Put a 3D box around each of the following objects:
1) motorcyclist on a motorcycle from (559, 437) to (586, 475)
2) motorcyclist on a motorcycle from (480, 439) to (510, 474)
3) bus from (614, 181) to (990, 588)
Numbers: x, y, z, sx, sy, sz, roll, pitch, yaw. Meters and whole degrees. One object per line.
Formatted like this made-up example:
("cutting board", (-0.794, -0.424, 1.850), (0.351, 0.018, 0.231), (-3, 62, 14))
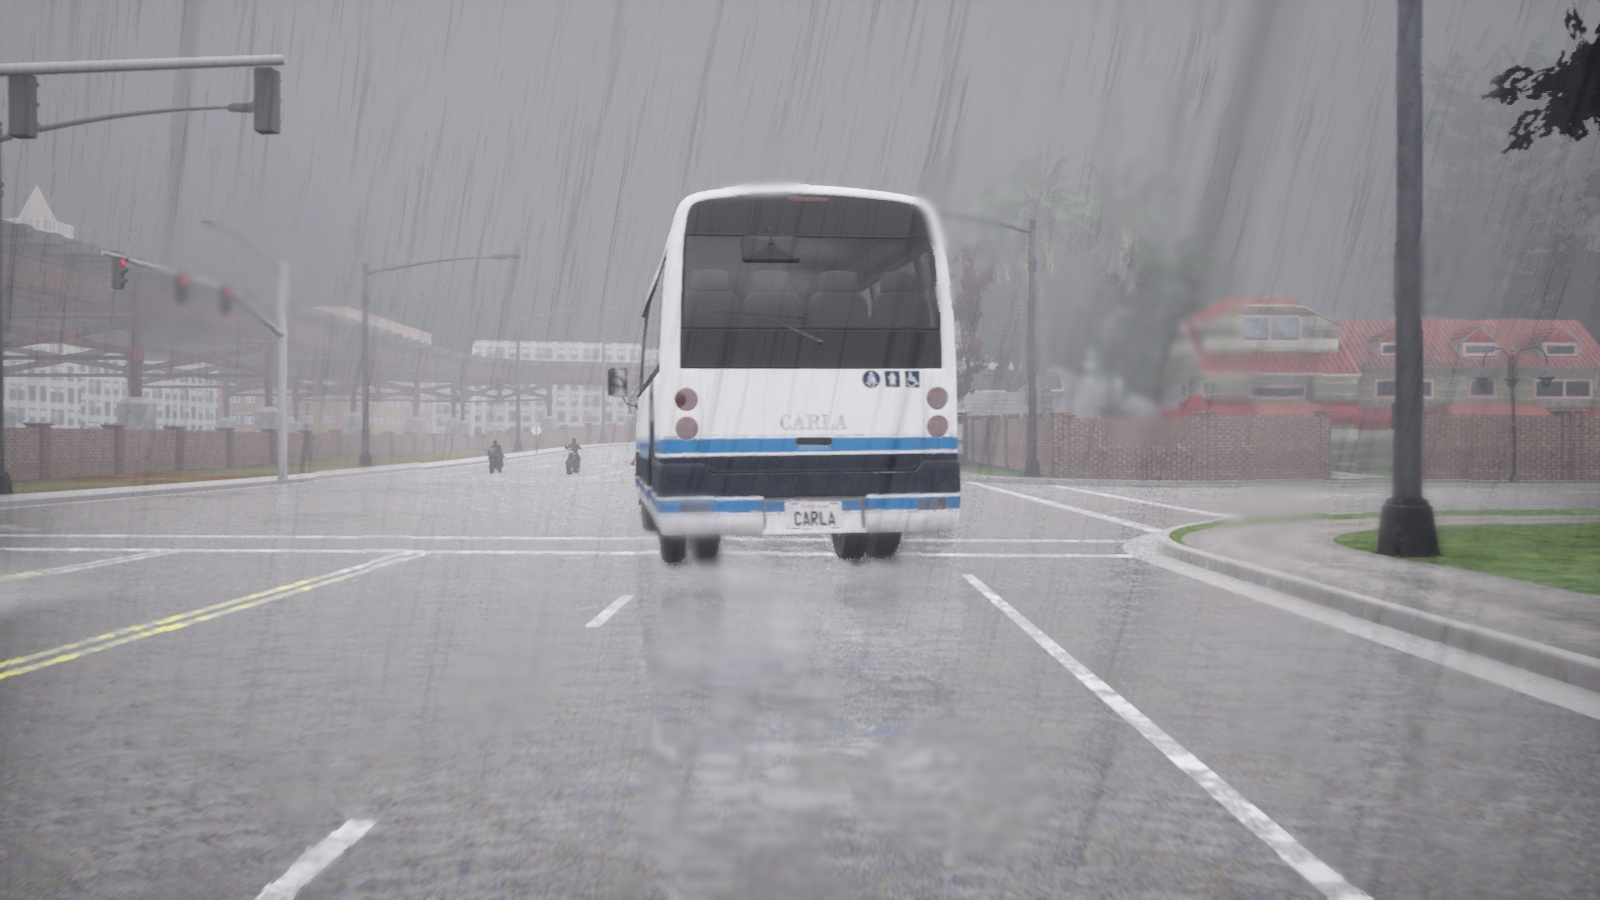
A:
("motorcyclist on a motorcycle", (-10.201, 0.253, 56.375), (0.766, 1.649, 2.350), (0, 1, 0))
("motorcyclist on a motorcycle", (-13.700, 0.283, 56.457), (0.797, 1.523, 2.044), (0, 1, 0))
("bus", (-0.685, -0.734, 18.496), (3.944, 4.253, 10.273), (-1, 0, -9))
